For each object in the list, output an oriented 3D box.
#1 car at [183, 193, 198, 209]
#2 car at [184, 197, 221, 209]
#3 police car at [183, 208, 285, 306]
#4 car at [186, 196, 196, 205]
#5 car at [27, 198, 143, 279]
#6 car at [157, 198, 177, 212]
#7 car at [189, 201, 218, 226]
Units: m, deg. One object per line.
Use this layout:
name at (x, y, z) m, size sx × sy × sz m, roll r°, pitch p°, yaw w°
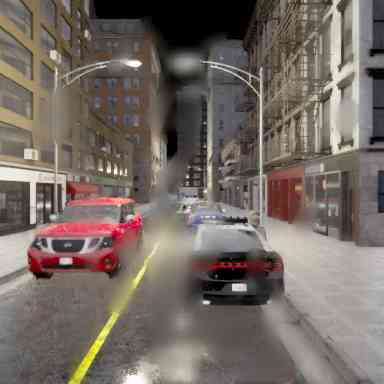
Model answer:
car at (-0.110, 1.212, 45.946) m, size 2.150 × 2.045 × 5.566 m, roll 0°, pitch 0°, yaw 0°
car at (0.767, 1.347, 18.121) m, size 2.097 × 1.767 × 4.553 m, roll 0°, pitch 0°, yaw 0°
police car at (0.799, 1.424, 8.260) m, size 1.930 × 1.638 × 5.238 m, roll 0°, pitch 0°, yaw 0°
car at (-0.193, 1.517, 60.745) m, size 1.812 × 1.442 × 4.674 m, roll 0°, pitch 0°, yaw 0°
car at (-2.883, 1.220, 10.347) m, size 2.150 × 2.045 × 5.566 m, roll 0°, pitch 0°, yaw 0°
car at (-2.873, 1.496, 38.793) m, size 1.837 × 1.490 × 4.892 m, roll 0°, pitch 0°, yaw 0°
car at (0.749, 1.472, 24.150) m, size 1.882 × 1.535 × 5.008 m, roll 0°, pitch 0°, yaw 0°
